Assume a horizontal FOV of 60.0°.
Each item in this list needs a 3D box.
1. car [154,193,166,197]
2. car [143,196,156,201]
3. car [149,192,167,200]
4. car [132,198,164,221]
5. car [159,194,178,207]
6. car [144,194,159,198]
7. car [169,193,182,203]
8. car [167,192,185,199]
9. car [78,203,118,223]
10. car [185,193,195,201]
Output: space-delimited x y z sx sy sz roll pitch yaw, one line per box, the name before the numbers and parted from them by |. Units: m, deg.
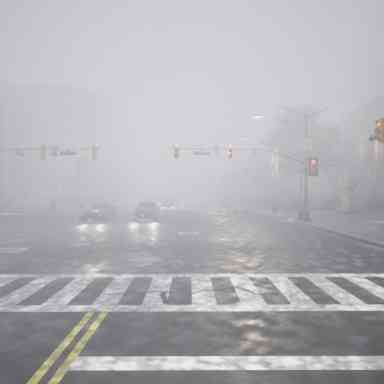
car | -7.156 1.492 69.142 2.128 1.511 4.902 0 0 0
car | -10.524 1.583 82.844 1.895 1.301 4.718 0 0 -25
car | -9.751 1.165 94.464 2.150 2.045 5.566 0 0 -43
car | -3.631 1.502 26.888 1.837 1.490 4.892 0 0 0
car | -3.656 1.520 52.602 1.812 1.442 4.674 0 0 0
car | -7.159 1.542 54.921 2.033 1.411 5.357 0 0 0
car | -3.665 1.541 69.398 2.033 1.411 5.357 0 0 0
car | -4.335 1.347 86.140 2.097 1.767 4.553 0 0 -29
car | -7.129 1.545 25.886 2.033 1.411 5.357 0 0 0
car | -1.292 1.216 87.845 2.150 2.045 5.566 0 0 -29
